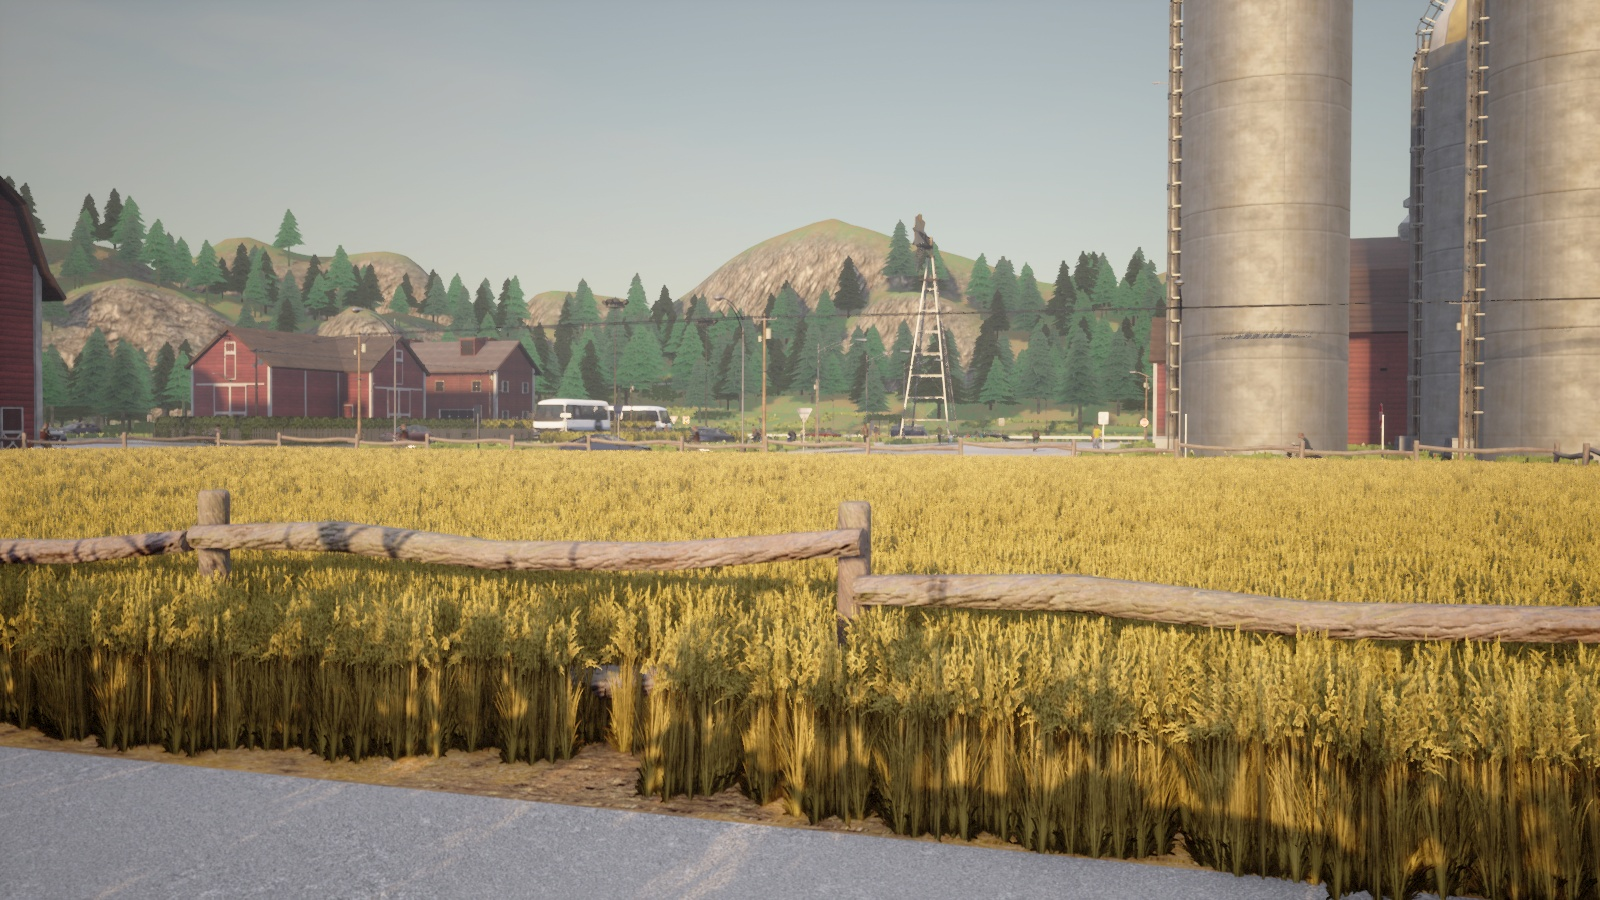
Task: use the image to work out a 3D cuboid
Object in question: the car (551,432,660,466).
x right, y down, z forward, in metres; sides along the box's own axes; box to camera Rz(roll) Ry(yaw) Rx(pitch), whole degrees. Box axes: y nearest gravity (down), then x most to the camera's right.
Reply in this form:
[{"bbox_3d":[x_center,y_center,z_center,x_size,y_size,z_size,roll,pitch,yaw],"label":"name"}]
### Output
[{"bbox_3d":[-8.353,-0.068,54.006,4.181,1.385,1.994,1,1,18],"label":"car"}]
